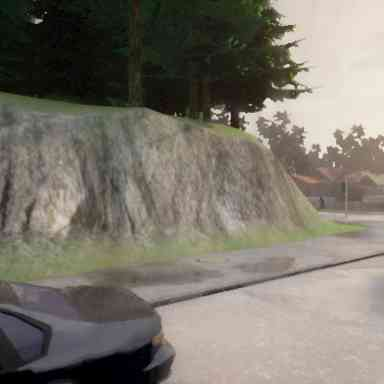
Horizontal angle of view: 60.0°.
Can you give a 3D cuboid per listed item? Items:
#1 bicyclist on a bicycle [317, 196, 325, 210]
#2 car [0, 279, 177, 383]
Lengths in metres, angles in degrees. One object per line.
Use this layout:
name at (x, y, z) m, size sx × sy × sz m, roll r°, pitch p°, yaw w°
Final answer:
bicyclist on a bicycle at (15.580, 1.360, 40.016) m, size 1.656 × 1.620 × 0.582 m, roll 0°, pitch 0°, yaw -36°
car at (-2.736, 1.547, 2.650) m, size 5.357 × 1.411 × 2.033 m, roll 0°, pitch 0°, yaw -36°
